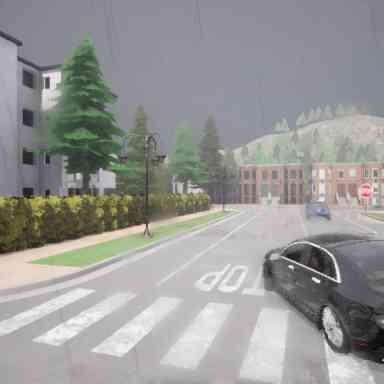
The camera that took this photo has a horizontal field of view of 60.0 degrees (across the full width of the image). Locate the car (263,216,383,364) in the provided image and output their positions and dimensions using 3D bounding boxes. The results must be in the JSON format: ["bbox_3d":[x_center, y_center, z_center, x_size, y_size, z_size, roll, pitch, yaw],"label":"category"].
[{"bbox_3d":[2.722,1.512,6.131,1.837,1.490,4.892,-5,0,-5],"label":"car"}]

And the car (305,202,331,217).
[{"bbox_3d":[10.712,1.535,28.364,2.033,1.411,5.357,0,0,18],"label":"car"}]
